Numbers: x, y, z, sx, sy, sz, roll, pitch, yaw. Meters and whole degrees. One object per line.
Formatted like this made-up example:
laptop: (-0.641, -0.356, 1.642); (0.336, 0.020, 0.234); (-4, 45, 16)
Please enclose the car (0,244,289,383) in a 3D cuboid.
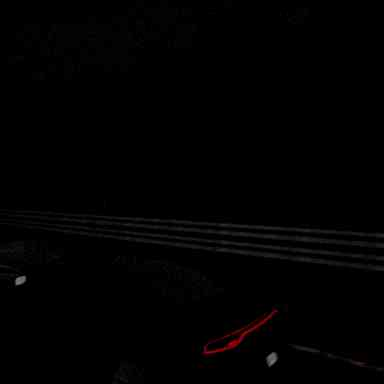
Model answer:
car: (-1.197, 1.499, 4.786); (5.008, 1.535, 1.882); (0, 0, 36)
